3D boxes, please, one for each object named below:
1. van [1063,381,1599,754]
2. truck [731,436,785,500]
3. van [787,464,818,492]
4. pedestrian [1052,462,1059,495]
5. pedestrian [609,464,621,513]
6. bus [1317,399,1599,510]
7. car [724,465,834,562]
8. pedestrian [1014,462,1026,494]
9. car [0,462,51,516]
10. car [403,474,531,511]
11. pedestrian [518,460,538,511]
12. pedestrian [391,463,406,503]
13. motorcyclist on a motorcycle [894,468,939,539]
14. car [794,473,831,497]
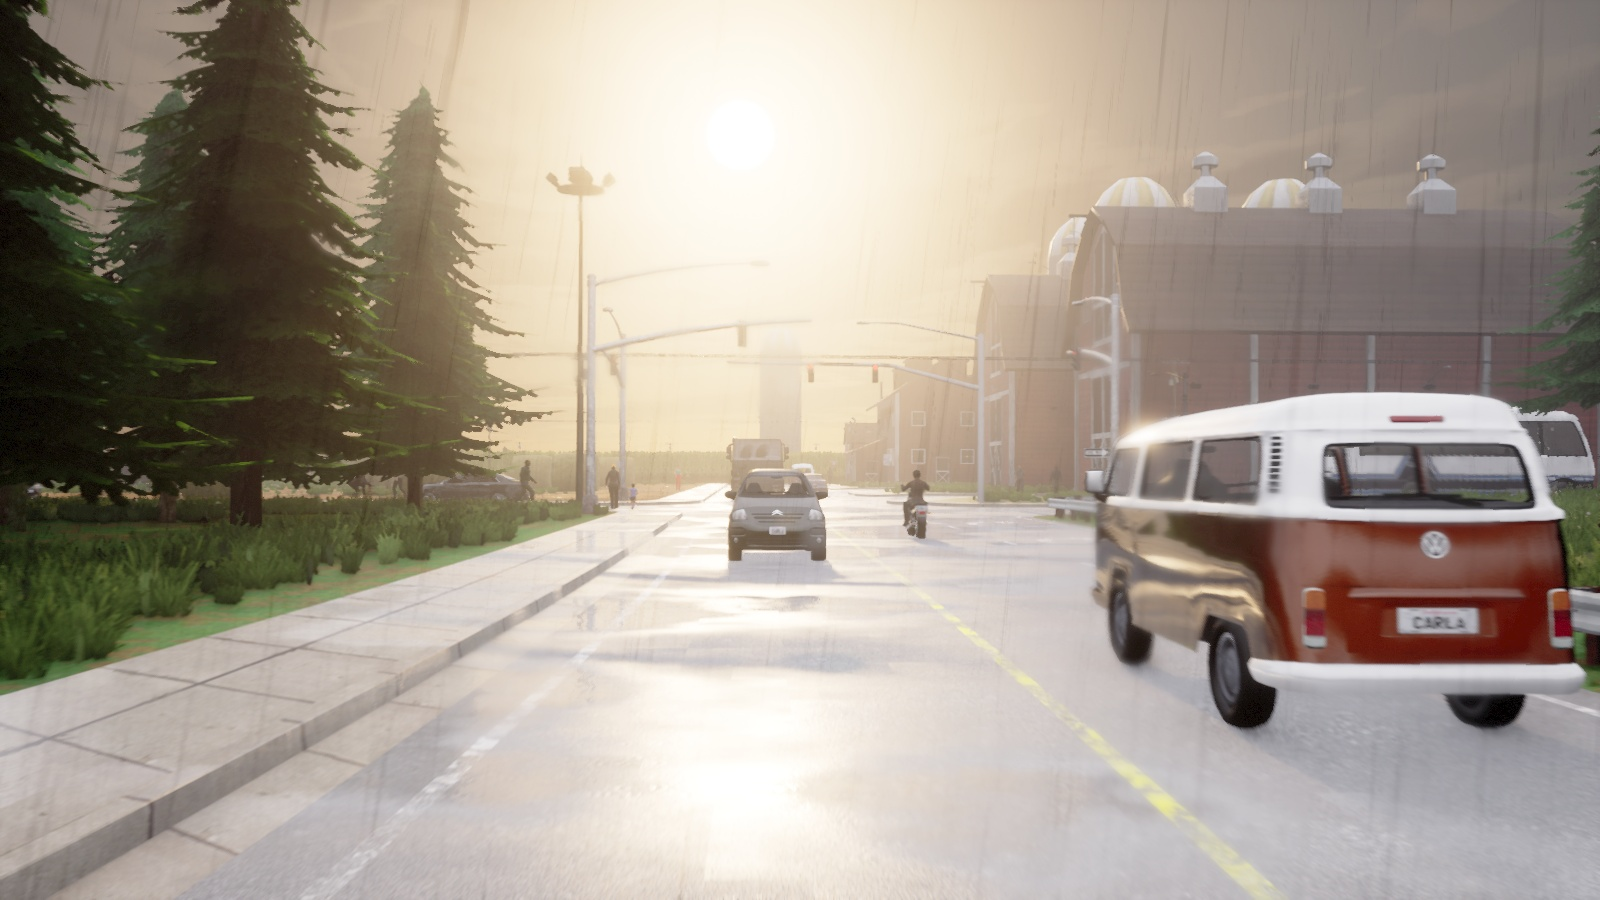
[{"bbox_3d":[3.442,0.677,9.126,2.069,2.038,4.480,0,-1,-1],"label":"van"},{"bbox_3d":[-2.427,1.039,71.674,2.891,3.462,7.936,0,-1,-2],"label":"truck"},{"bbox_3d":[0.163,2.049,93.836,2.069,2.038,4.480,-1,-1,-2],"label":"van"},{"bbox_3d":[13.952,1.552,68.552,0.370,1.835,0.726,0,-1,9],"label":"pedestrian"},{"bbox_3d":[-7.029,1.464,47.726,0.331,1.846,0.634,0,-1,1],"label":"pedestrian"},{"bbox_3d":[26.750,0.202,50.433,10.273,4.253,3.944,0,-1,-1],"label":"bus"},{"bbox_3d":[-0.432,1.101,23.089,1.851,1.617,3.988,0,-1,-2],"label":"car"},{"bbox_3d":[12.860,1.634,73.377,0.540,1.848,0.694,0,-1,-3],"label":"pedestrian"},{"bbox_3d":[-32.700,1.512,49.047,5.566,2.045,2.150,0,-1,-1],"label":"car"},{"bbox_3d":[-13.991,1.789,52.942,4.892,1.490,1.837,0,-1,-1],"label":"car"},{"bbox_3d":[-9.988,1.309,46.123,0.614,1.847,0.353,0,-1,3],"label":"pedestrian"},{"bbox_3d":[-18.531,1.525,57.945,0.594,1.836,0.345,0,-1,15],"label":"pedestrian"},{"bbox_3d":[2.779,1.261,30.287,0.766,1.649,2.350,0,-1,-2],"label":"motorcyclist on a motorcycle"},{"bbox_3d":[0.758,2.190,79.484,2.033,1.411,5.357,0,-1,-2],"label":"car"}]
